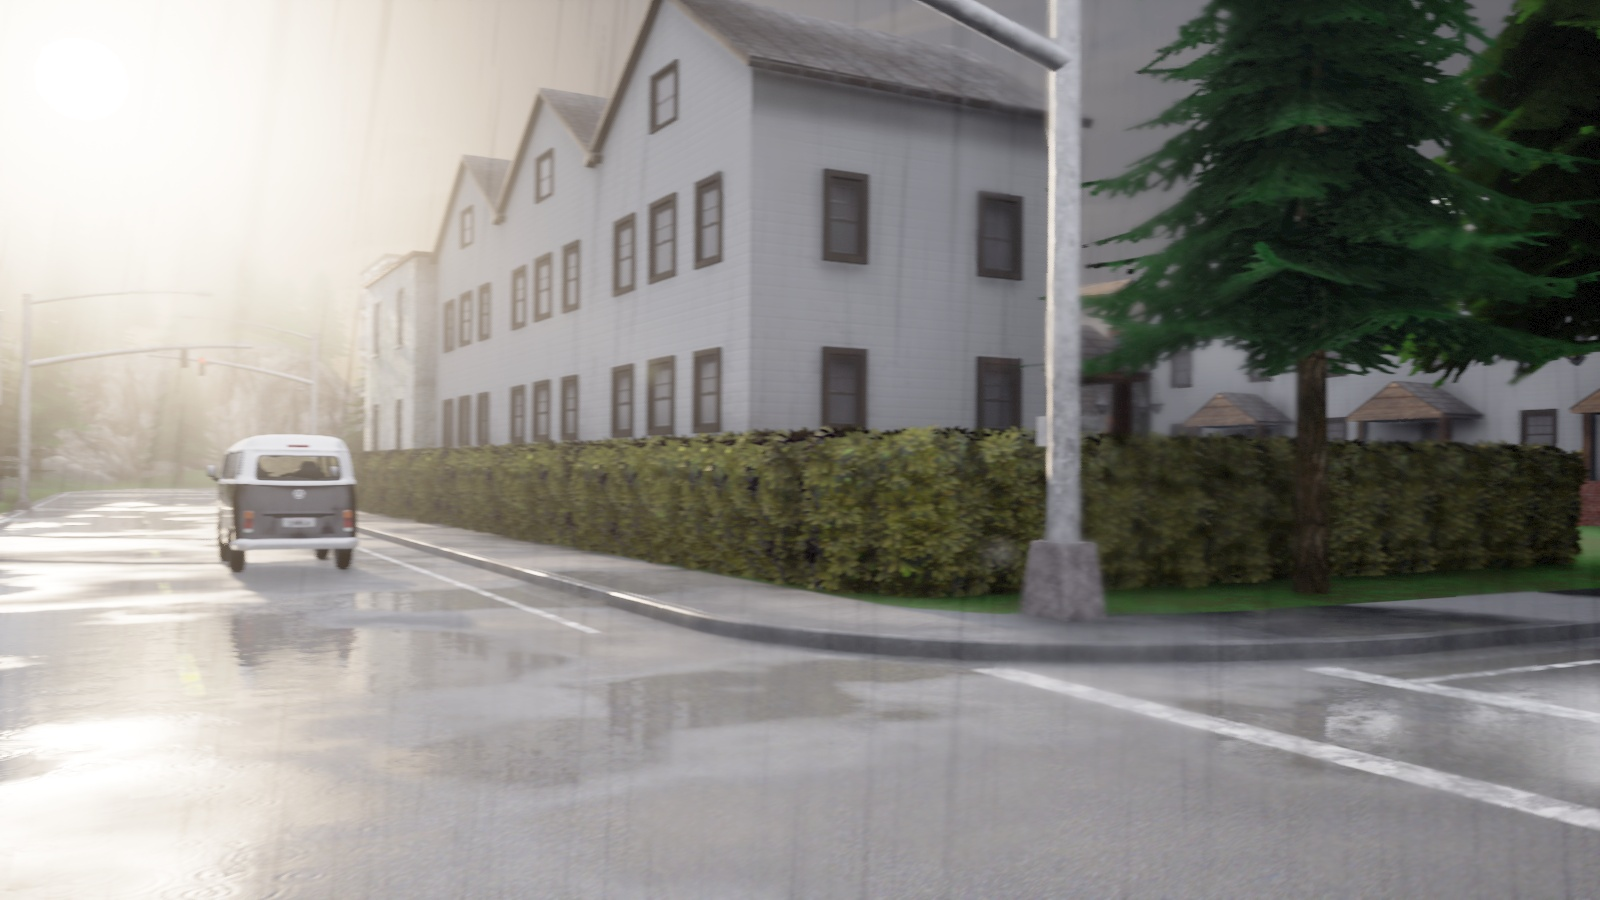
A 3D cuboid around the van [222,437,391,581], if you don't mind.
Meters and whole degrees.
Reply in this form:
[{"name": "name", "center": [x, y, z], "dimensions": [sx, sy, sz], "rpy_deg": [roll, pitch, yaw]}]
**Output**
[{"name": "van", "center": [-8.078, 0.879, 20.286], "dimensions": [2.069, 2.038, 4.480], "rpy_deg": [1, -1, -27]}]
